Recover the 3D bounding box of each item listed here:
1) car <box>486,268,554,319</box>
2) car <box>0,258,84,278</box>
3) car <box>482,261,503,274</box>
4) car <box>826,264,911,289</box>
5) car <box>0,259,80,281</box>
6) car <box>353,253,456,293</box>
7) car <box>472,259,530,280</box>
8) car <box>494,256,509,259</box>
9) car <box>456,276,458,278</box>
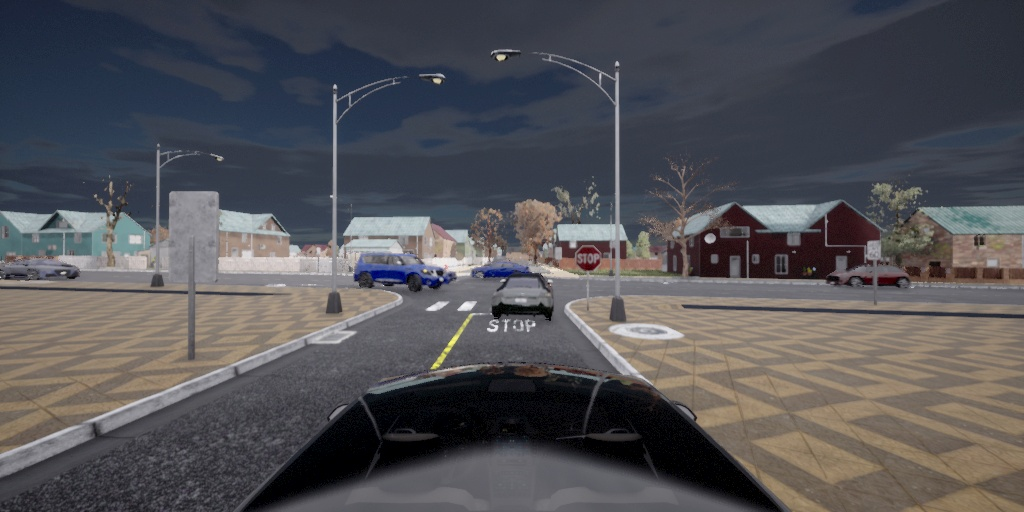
[{"bbox_3d":[0.502,1.310,12.819,1.994,1.385,4.181,0,0,6],"label":"car"},{"bbox_3d":[-37.798,0.925,28.679,5.357,1.411,2.033,1,0,8],"label":"car"},{"bbox_3d":[-2.319,1.320,42.797,1.994,1.385,4.181,0,0,4],"label":"car"},{"bbox_3d":[26.354,1.456,26.700,4.553,1.767,2.097,1,0,8],"label":"car"},{"bbox_3d":[-32.526,0.966,24.679,4.181,1.385,1.994,1,0,8],"label":"car"},{"bbox_3d":[-6.319,0.872,20.275,5.566,2.045,2.150,1,-1,22],"label":"car"},{"bbox_3d":[-0.934,1.220,30.414,5.008,1.535,1.882,0,0,8],"label":"car"},{"bbox_3d":[-1.872,0.984,54.705,2.150,2.045,5.566,0,1,2],"label":"car"},{"bbox_3d":[-6.164,1.278,24.367,4.718,1.301,1.895,1,0,8],"label":"car"}]
